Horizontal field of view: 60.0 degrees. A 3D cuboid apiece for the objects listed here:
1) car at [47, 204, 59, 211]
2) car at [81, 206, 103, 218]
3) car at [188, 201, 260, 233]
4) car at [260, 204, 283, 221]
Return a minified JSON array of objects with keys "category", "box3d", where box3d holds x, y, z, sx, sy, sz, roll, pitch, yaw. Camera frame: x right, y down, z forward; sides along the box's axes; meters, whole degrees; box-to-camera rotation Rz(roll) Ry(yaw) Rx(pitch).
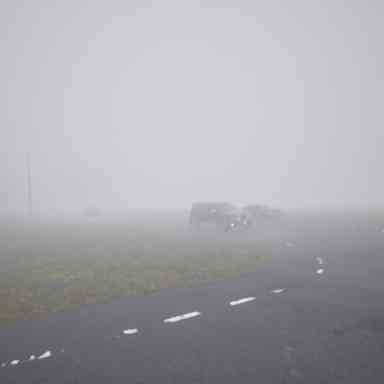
[{"category":"car","box3d":[-32.605,3.587,77.925,2.097,1.767,4.553,-3,0,-28]},{"category":"car","box3d":[-14.232,2.809,47.072,1.837,1.490,4.892,-3,0,-35]},{"category":"car","box3d":[1.913,1.728,24.332,2.150,2.045,5.566,-3,0,-35]},{"category":"car","box3d":[5.838,1.865,30.889,2.033,1.411,5.357,-3,0,-35]}]
